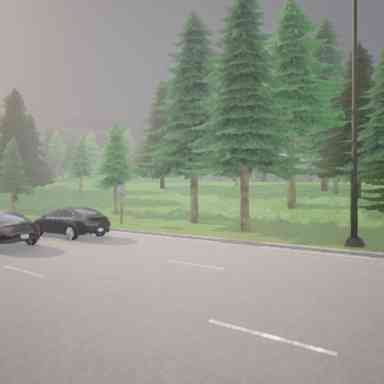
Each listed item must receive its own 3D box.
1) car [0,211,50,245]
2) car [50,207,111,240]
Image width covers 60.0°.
[{"bbox_3d":[-8.269,1.530,14.066,4.674,1.442,1.812,0,0,36],"label":"car"},{"bbox_3d":[-6.236,1.514,16.916,4.892,1.490,1.837,0,0,36],"label":"car"}]
